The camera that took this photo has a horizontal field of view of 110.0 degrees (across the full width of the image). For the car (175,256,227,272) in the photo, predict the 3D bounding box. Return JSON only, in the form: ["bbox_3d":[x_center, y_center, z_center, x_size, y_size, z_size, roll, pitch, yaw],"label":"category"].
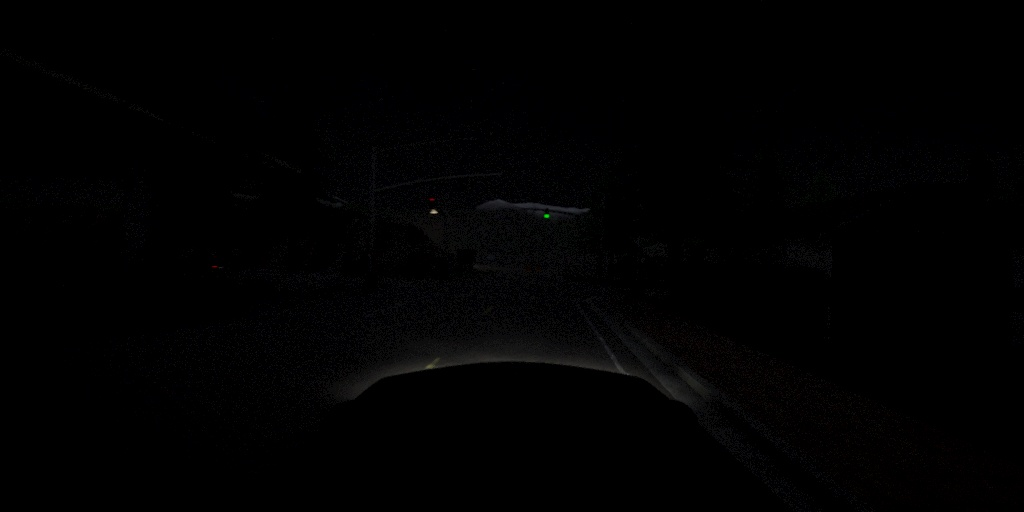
[{"bbox_3d":[-27.111,0.748,30.849,4.674,1.442,1.812,1,0,7],"label":"car"}]

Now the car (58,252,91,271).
[{"bbox_3d":[-41.462,0.411,32.304,4.718,1.301,1.895,2,0,6],"label":"car"}]
